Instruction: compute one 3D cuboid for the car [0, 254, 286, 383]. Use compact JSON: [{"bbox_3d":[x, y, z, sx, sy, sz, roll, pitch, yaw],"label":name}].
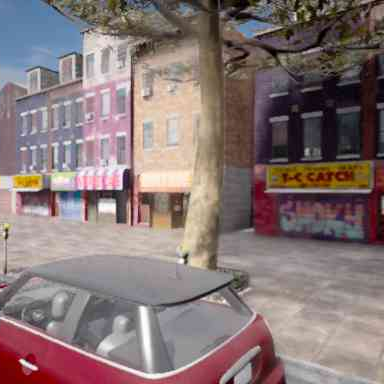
[{"bbox_3d":[-1.191,1.430,3.660,4.097,1.590,1.967,0,0,36],"label":"car"}]
